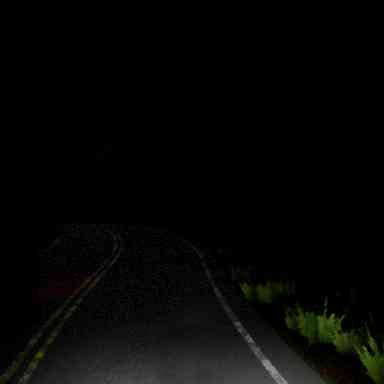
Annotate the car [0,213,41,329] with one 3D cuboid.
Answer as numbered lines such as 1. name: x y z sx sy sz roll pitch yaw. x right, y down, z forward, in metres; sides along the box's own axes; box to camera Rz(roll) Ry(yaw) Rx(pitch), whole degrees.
1. car: -3.911 1.413 4.788 2.150 2.045 5.566 -2 -1 -10
